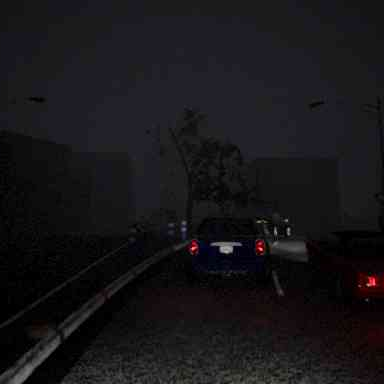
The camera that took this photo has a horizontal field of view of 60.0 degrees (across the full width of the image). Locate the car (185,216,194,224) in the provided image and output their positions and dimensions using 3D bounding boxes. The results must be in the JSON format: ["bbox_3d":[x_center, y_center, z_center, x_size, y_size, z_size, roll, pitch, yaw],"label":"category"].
[{"bbox_3d":[-0.498,6.263,74.738,1.895,1.301,4.718,0,0,0],"label":"car"}]

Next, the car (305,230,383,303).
[{"bbox_3d":[4.059,1.562,7.982,1.895,1.301,4.718,-1,1,8],"label":"car"}]

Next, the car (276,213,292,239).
[{"bbox_3d":[4.592,2.033,20.122,1.837,1.490,4.892,-4,-7,30],"label":"car"}]

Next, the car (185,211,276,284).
[{"bbox_3d":[1.174,1.361,9.899,2.097,1.767,4.553,-1,0,10],"label":"car"}]
